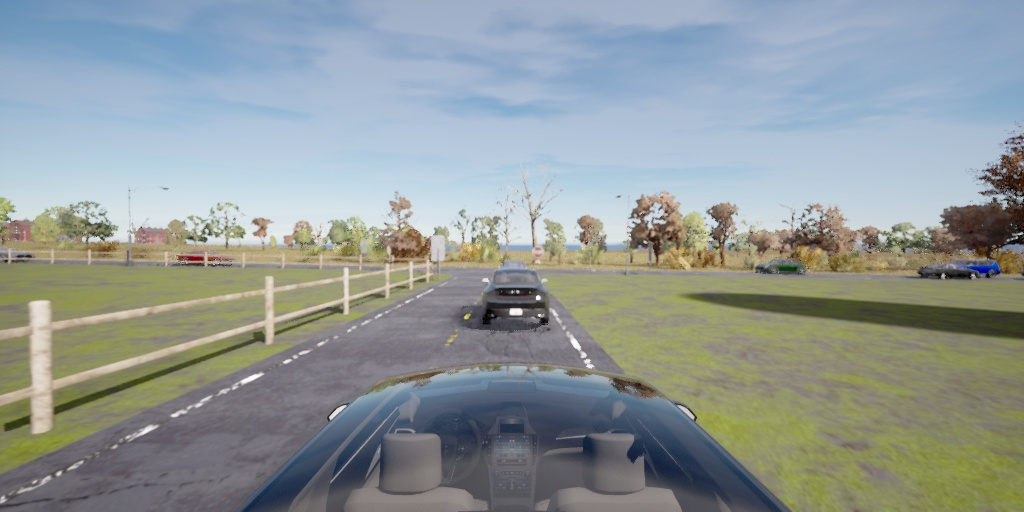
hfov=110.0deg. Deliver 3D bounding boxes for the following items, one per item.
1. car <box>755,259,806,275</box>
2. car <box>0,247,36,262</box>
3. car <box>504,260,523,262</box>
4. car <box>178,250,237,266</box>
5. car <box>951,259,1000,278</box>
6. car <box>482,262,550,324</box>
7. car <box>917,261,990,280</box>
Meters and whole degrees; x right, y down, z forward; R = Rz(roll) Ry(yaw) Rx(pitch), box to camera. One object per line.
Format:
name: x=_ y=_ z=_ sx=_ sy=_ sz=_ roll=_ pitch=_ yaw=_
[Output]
car: x=29.094 y=1.070 z=38.932 sx=4.553 sy=1.767 sz=2.097 roll=1 pitch=2 yaw=0
car: x=-51.792 y=-0.173 z=36.236 sx=5.357 sy=1.411 sz=2.033 roll=1 pitch=2 yaw=0
car: x=0.075 y=0.973 z=23.317 sx=2.033 sy=1.411 sz=5.357 roll=0 pitch=1 yaw=-1
car: x=-30.604 y=0.178 z=36.102 sx=5.008 sy=1.535 sz=1.882 roll=1 pitch=2 yaw=0
car: x=49.082 y=1.328 z=38.798 sx=5.566 sy=2.045 sz=2.150 roll=1 pitch=2 yaw=0
car: x=0.101 y=1.109 z=11.310 sx=1.837 sy=1.490 sz=4.892 roll=0 pitch=1 yaw=0
car: x=43.812 y=1.553 z=36.024 sx=4.902 sy=1.511 sz=2.128 roll=1 pitch=2 yaw=1
